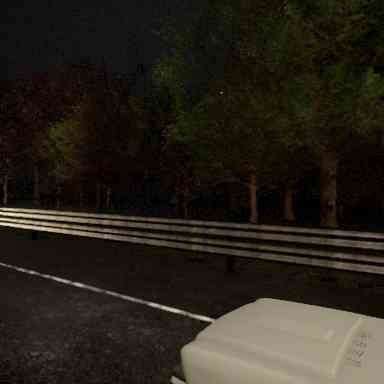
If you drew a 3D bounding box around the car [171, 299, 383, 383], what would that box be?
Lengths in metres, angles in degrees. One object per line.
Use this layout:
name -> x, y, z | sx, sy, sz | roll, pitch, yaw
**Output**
car -> 2.151, 1.602, 2.454 | 4.718, 1.301, 1.895 | 0, 0, 35
